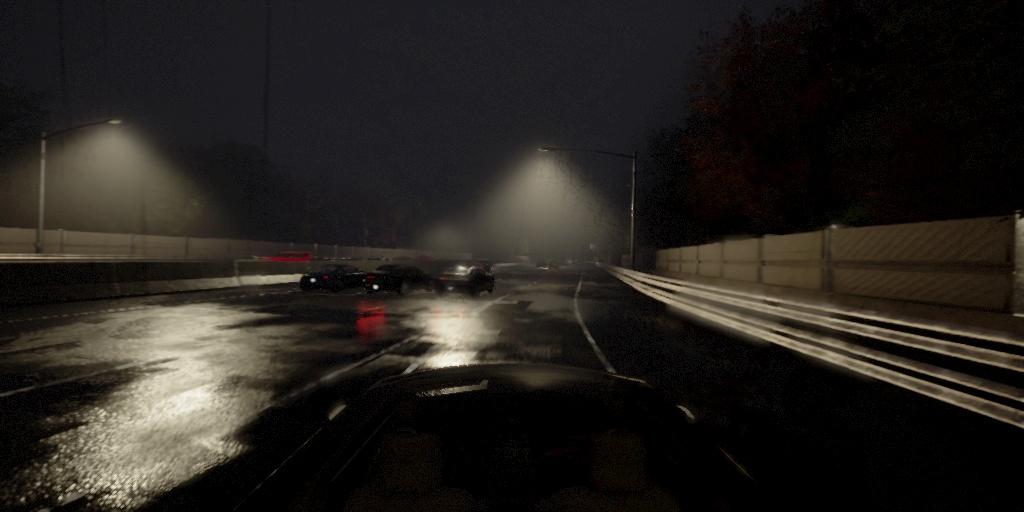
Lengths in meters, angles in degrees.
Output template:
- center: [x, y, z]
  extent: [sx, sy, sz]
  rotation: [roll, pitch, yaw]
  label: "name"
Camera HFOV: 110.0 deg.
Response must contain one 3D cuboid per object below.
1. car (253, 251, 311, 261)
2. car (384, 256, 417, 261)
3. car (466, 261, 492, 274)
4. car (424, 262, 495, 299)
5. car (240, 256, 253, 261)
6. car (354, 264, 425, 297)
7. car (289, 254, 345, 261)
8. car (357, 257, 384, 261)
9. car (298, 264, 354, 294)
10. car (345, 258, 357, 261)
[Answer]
- center: [-23.237, 0.534, 37.226]
  extent: [2.150, 2.045, 5.566]
  rotation: [1, 0, 12]
  label: "car"
- center: [-16.379, 1.062, 52.908]
  extent: [1.837, 1.490, 4.892]
  rotation: [1, 0, 12]
  label: "car"
- center: [-3.960, 1.387, 43.766]
  extent: [1.994, 1.385, 4.181]
  rotation: [1, 0, 12]
  label: "car"
- center: [-2.178, 1.234, 17.893]
  extent: [2.128, 1.511, 4.902]
  rotation: [1, 0, 12]
  label: "car"
- center: [-26.782, 0.752, 37.398]
  extent: [1.812, 1.442, 4.674]
  rotation: [1, 0, 12]
  label: "car"
- center: [-5.637, 1.166, 18.453]
  extent: [1.837, 1.490, 4.892]
  rotation: [1, 0, 12]
  label: "car"
- center: [-19.788, 0.902, 36.688]
  extent: [1.837, 1.490, 4.892]
  rotation: [1, -1, 12]
  label: "car"
- center: [-19.954, 0.962, 52.908]
  extent: [2.128, 1.511, 4.902]
  rotation: [1, 0, 12]
  label: "car"
- center: [-9.090, 1.141, 19.035]
  extent: [1.994, 1.385, 4.181]
  rotation: [1, 0, 12]
  label: "car"
- center: [-23.589, 0.942, 52.653]
  extent: [1.994, 1.385, 4.181]
  rotation: [1, 0, 12]
  label: "car"
